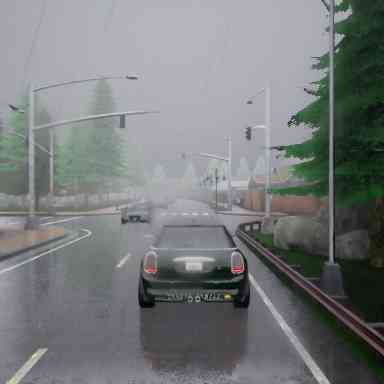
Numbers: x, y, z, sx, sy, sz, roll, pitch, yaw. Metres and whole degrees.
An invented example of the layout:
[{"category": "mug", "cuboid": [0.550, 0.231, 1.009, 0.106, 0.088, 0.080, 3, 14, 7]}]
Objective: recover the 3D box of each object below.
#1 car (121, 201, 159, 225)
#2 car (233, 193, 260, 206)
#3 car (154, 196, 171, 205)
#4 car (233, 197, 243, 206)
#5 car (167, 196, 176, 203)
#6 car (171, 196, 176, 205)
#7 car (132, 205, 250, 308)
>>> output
[{"category": "car", "cuboid": [-3.717, 1.546, 23.478, 1.994, 1.385, 4.181, 0, 0, -1]}, {"category": "car", "cuboid": [8.393, 1.146, 51.333, 3.866, 1.878, 1.905, 0, 0, -1]}, {"category": "car", "cuboid": [-4.068, 1.496, 41.977, 1.812, 1.442, 4.674, 0, 0, -1]}, {"category": "car", "cuboid": [8.809, 1.144, 48.823, 4.605, 1.855, 1.932, 0, 0, -1]}, {"category": "car", "cuboid": [-4.374, 1.566, 71.775, 1.895, 1.301, 4.718, 0, 0, -1]}, {"category": "car", "cuboid": [-4.186, 1.532, 56.615, 1.994, 1.385, 4.181, 0, 0, 0]}, {"category": "car", "cuboid": [0.056, 1.352, 8.090, 2.097, 1.767, 4.553, 0, 0, 1]}]
